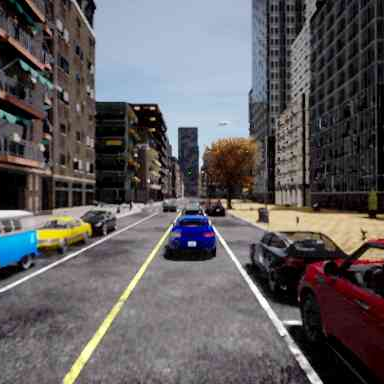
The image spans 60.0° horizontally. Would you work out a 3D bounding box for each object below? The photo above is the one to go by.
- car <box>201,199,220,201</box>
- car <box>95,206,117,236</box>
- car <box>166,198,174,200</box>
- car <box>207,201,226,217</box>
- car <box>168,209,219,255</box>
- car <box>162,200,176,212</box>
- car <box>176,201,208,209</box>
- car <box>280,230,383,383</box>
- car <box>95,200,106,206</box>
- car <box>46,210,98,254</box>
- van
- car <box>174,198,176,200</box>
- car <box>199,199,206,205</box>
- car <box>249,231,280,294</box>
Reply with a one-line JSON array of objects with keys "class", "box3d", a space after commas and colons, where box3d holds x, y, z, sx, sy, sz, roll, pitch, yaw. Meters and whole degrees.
[{"class": "car", "box3d": [2.699, 1.762, 41.993, 2.192, 1.841, 5.009, 0, -1, 0]}, {"class": "car", "box3d": [-5.686, 1.773, 19.901, 1.947, 1.339, 4.313, 0, -1, 0]}, {"class": "car", "box3d": [-5.678, 2.365, 74.377, 2.008, 1.369, 4.403, 0, -1, 0]}, {"class": "car", "box3d": [2.698, 1.953, 36.467, 1.947, 1.339, 4.313, 0, -1, 0]}, {"class": "car", "box3d": [0.030, 1.669, 13.914, 1.812, 1.442, 4.674, 0, 0, 1]}, {"class": "car", "box3d": [-3.009, 2.090, 45.816, 1.895, 1.301, 4.718, 0, -1, 0]}, {"class": "car", "box3d": [0.027, 1.793, 28.515, 2.128, 1.511, 4.902, 0, 0, 1]}, {"class": "car", "box3d": [2.694, 1.350, 3.335, 2.192, 1.841, 5.009, 0, -1, 0]}, {"class": "car", "box3d": [-16.417, 1.932, 54.976, 4.403, 1.369, 2.008, 1, -2, -1]}, {"class": "car", "box3d": [-5.686, 1.672, 14.209, 1.752, 1.417, 4.829, 0, -1, 0]}, {"class": "van", "box3d": [-5.687, 1.433, 8.858, 1.690, 1.788, 3.998, 0, -1, 0]}, {"class": "car", "box3d": [-5.677, 2.496, 85.442, 2.008, 1.369, 4.403, 0, -1, 0]}, {"class": "car", "box3d": [2.703, 2.473, 85.611, 1.752, 1.417, 4.829, 0, -1, 0]}, {"class": "car", "box3d": [2.694, 1.657, 8.854, 1.947, 1.339, 4.313, 0, -1, 0]}]
